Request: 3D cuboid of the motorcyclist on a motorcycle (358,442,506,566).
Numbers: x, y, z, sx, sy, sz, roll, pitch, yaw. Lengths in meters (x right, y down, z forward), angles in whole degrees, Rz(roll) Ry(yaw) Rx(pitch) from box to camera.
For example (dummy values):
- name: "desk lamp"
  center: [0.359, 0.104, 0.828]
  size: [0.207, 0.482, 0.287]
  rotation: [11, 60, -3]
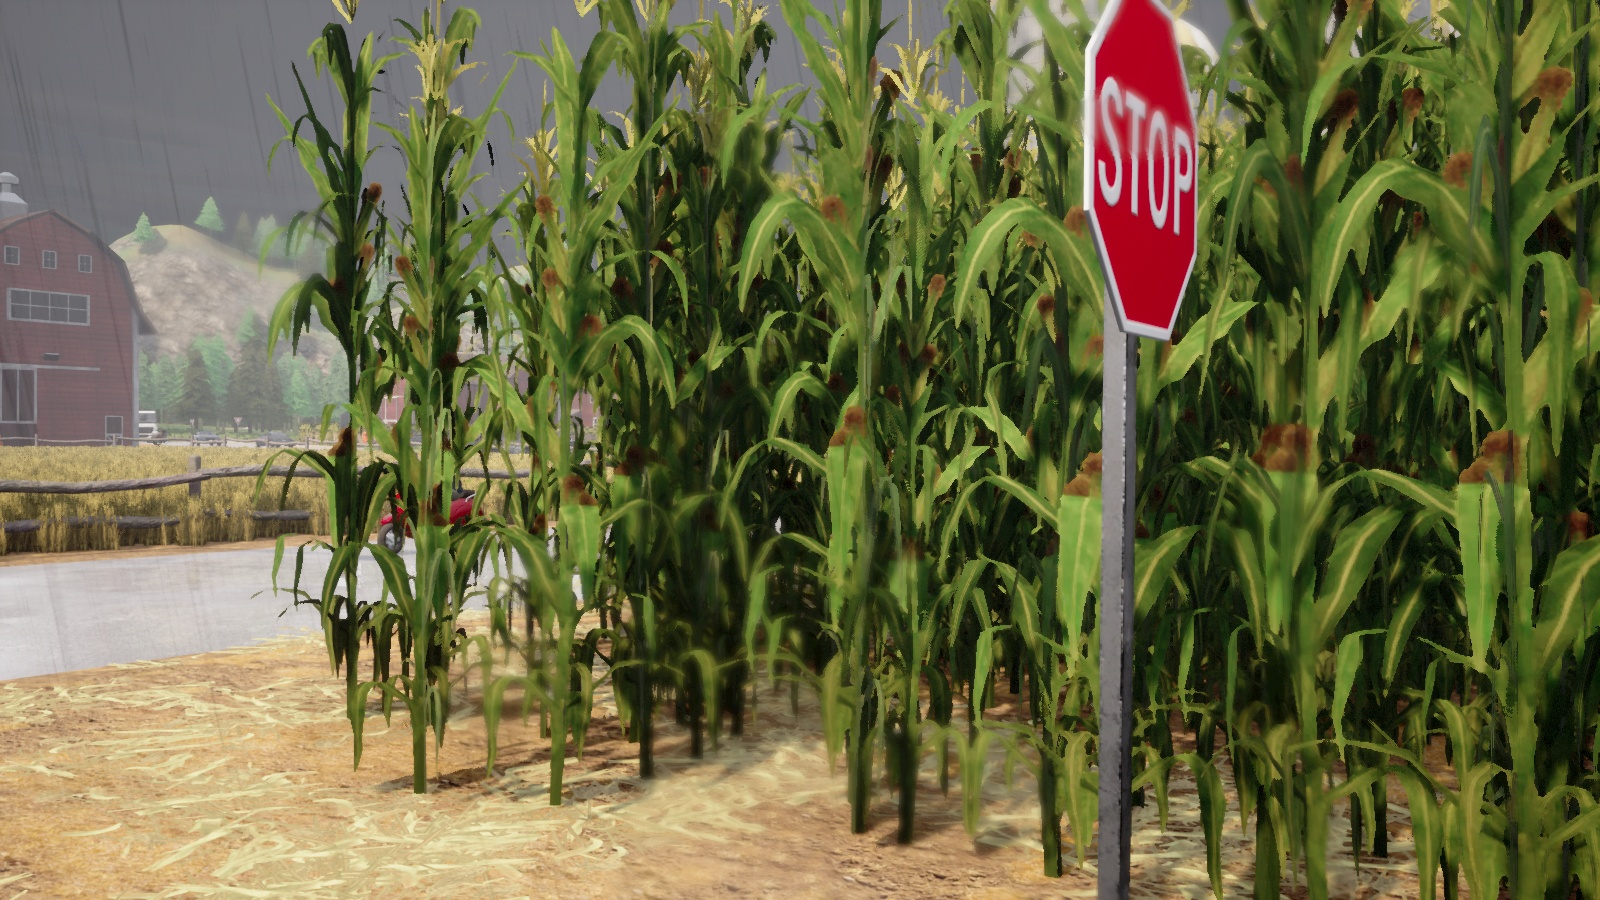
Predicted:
- name: "motorcyclist on a motorcycle"
  center: [-5.014, 0.695, 17.219]
  size: [0.866, 1.590, 1.817]
  rotation: [0, 1, 33]

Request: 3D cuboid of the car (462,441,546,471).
- name: "car"
  center: [-15.284, 0.296, 64.730]
  size: [4.193, 1.474, 1.816]
  rotation: [0, 1, 33]

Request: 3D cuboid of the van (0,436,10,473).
- name: "van"
  center: [-45.529, 0.287, 67.871]
  size: [1.775, 1.987, 4.442]
  rotation: [0, 1, 30]
